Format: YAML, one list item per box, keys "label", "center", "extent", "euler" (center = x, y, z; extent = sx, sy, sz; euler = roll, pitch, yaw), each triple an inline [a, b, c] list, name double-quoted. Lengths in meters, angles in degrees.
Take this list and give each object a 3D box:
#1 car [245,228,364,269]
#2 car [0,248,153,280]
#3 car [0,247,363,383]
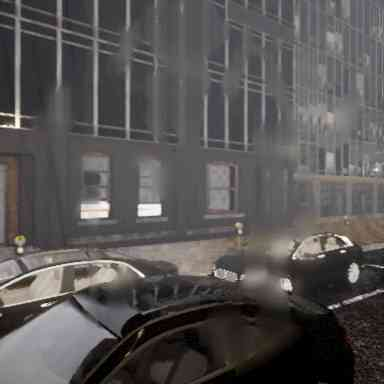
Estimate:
- label: "car"
  center: [2.434, 1.595, 7.995]
  extent: [4.403, 1.369, 2.008]
  euler: [0, 0, -35]
- label: "car"
  center: [-2.152, 1.557, 4.744]
  extent: [4.403, 1.369, 2.008]
  euler: [0, 0, -36]
- label: "car"
  center: [-0.527, 1.532, 2.671]
  extent: [4.674, 1.442, 1.812]
  euler: [1, 0, -35]
